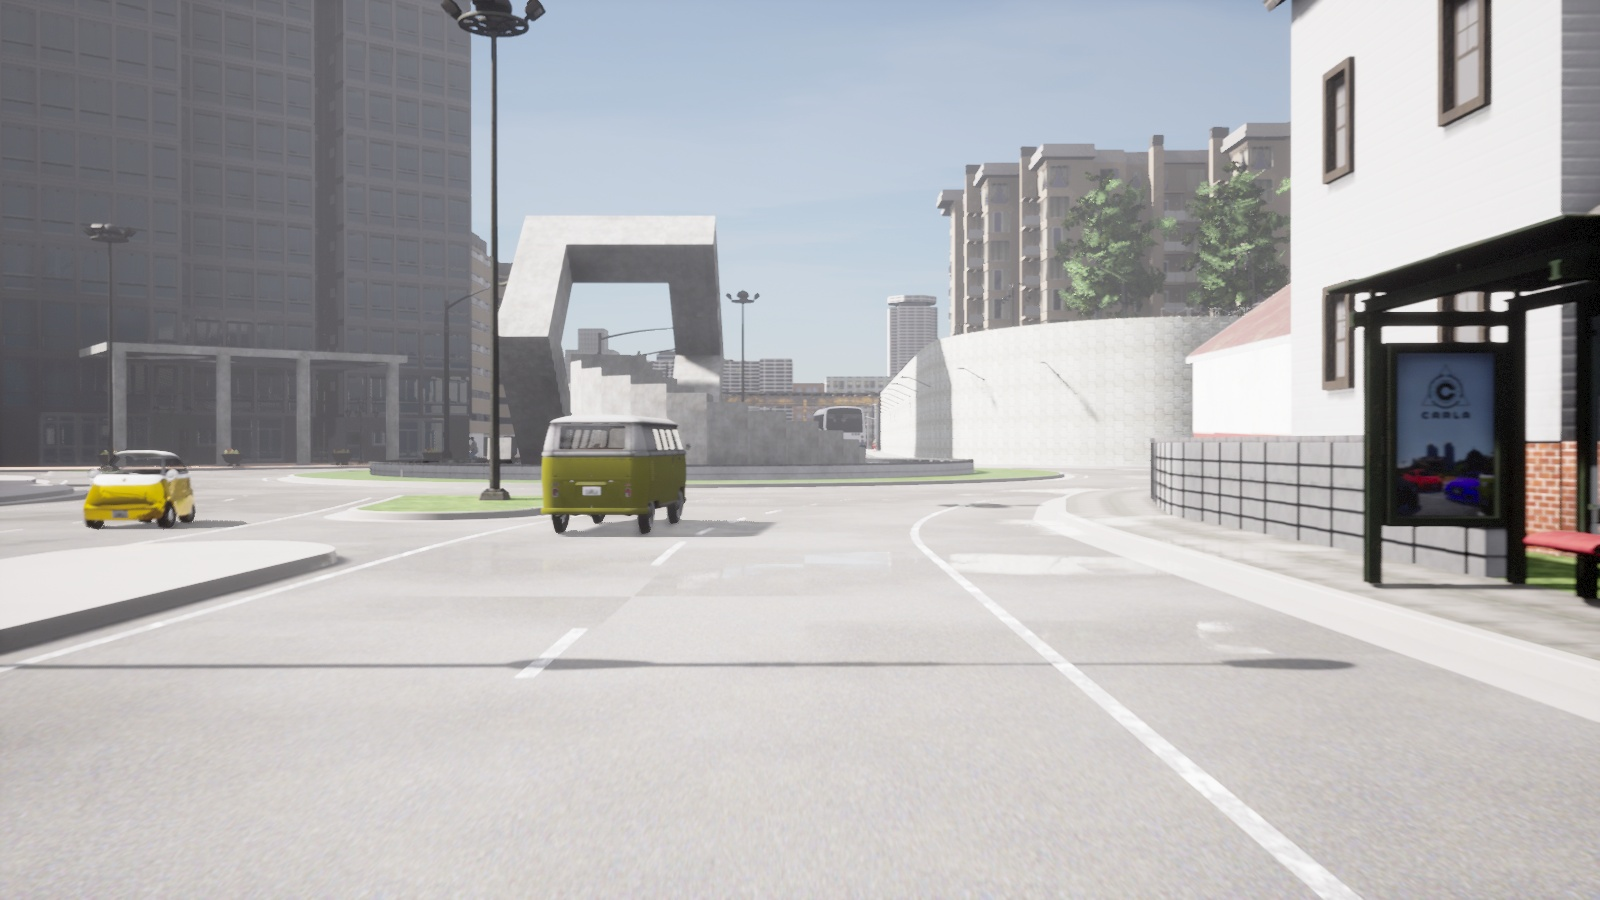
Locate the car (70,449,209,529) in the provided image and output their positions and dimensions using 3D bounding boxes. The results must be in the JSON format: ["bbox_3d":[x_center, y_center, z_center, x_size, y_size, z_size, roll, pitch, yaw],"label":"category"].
[{"bbox_3d":[-11.809,0.666,22.564,1.481,1.376,2.207,0,0,-5],"label":"car"}]

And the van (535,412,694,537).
[{"bbox_3d":[-3.137,0.373,22.153,1.775,1.987,4.442,0,0,5],"label":"van"}]

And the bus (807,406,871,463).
[{"bbox_3d":[2.941,-1.182,98.917,3.944,4.253,10.273,0,0,-4],"label":"bus"}]
